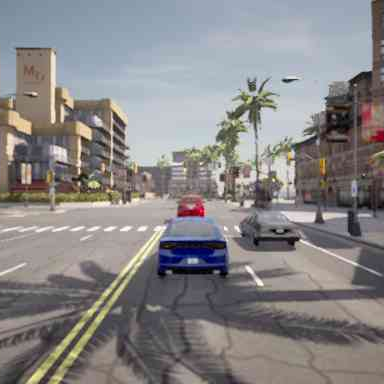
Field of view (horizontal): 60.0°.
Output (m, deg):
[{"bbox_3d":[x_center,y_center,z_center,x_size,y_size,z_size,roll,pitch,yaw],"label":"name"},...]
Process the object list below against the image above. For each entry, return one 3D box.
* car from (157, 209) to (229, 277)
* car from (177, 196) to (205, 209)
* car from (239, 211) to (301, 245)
[{"bbox_3d":[0.011,1.517,10.465,1.882,1.535,5.008,0,0,0],"label":"car"},{"bbox_3d":[-0.097,1.323,27.617,2.150,2.045,5.566,0,0,0],"label":"car"},{"bbox_3d":[3.490,1.605,15.762,2.033,1.411,5.357,0,0,0],"label":"car"}]
